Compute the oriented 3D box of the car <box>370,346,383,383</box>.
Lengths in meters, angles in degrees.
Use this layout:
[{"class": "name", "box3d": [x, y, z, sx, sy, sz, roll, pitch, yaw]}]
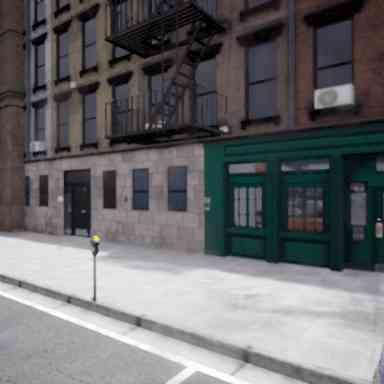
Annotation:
[{"class": "car", "box3d": [3.418, 1.217, 0.716, 5.566, 2.045, 2.150, 0, 0, 36]}]
